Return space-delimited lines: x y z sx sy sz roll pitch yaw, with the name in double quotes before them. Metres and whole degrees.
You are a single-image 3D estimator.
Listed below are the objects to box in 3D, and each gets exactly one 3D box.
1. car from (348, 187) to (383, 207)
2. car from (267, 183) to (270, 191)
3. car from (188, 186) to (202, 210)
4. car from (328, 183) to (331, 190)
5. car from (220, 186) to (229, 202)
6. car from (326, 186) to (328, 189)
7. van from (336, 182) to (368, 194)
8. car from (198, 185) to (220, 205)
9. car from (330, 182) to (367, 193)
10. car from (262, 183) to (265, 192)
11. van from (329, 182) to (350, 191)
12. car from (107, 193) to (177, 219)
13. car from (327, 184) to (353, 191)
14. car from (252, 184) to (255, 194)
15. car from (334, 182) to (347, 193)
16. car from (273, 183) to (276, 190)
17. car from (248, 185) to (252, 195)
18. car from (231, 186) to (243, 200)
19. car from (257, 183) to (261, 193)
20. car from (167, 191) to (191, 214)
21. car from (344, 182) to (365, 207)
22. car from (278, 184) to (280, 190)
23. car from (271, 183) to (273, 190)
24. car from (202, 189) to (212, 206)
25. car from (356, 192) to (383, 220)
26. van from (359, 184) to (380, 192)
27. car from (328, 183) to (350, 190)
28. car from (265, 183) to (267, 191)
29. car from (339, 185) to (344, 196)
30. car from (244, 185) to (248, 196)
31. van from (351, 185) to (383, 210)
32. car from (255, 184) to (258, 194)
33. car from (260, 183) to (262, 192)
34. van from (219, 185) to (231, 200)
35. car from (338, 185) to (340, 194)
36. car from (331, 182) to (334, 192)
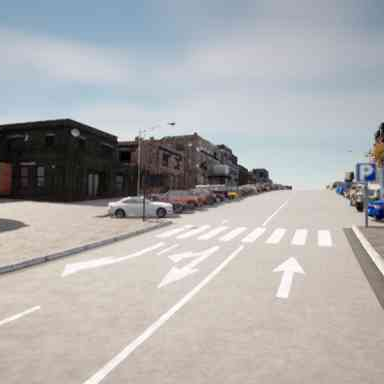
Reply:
"car" 17.209 0.430 30.684 4.553 1.767 2.185 0 2 1
"car" 13.240 -0.719 70.714 5.008 1.535 2.097 -1 2 0
"car" -1.681 0.691 29.265 4.553 1.767 2.185 -1 2 0
"car" 27.643 -0.525 58.780 5.366 1.575 1.946 0 2 0
"car" 1.245 0.501 37.610 5.008 1.535 2.097 -1 1 0
"car" 31.772 -0.877 70.009 5.366 1.575 1.946 0 2 0
"van" 26.919 -0.645 55.962 4.442 1.987 1.878 0 2 0
"car" 0.291 0.481 34.822 4.553 1.767 2.185 -2 2 0
"car" 28.885 -0.870 61.583 5.566 2.045 2.435 0 2 0
"car" 11.213 -0.498 65.216 4.674 1.452 2.002 -1 1 0
"van" 36.004 -1.350 81.220 4.442 1.987 1.878 0 1 1
"car" -3.675 1.068 23.715 4.674 1.452 2.002 -1 1 -1
"car" 34.890 -1.073 78.421 5.366 1.575 1.946 0 2 0
"car" 7.209 -0.127 54.182 4.892 1.521 2.231 -1 2 0
"car" 22.683 -0.238 44.697 5.566 2.045 2.435 0 2 1
"car" 16.242 -1.193 78.962 5.566 2.045 2.435 -1 1 0
"car" 6.200 -0.023 51.428 5.008 1.535 2.097 -1 1 0
"car" 3.415 0.284 43.142 5.366 1.575 1.946 -1 1 0
"car" 9.211 -0.337 59.696 5.008 1.535 2.097 -2 2 0
"car" -2.663 0.951 26.497 4.792 1.488 2.163 -1 1 0
"car" 15.017 0.521 25.091 5.566 2.045 2.435 0 2 2
"car" 20.400 -1.130 89.973 4.792 1.488 2.163 -1 0 1
"car" 15.076 -0.874 76.222 5.366 1.575 1.946 -1 1 0
"car" -0.752 0.742 32.050 4.792 1.488 2.163 -1 2 0
"car" 12.848 0.988 19.529 5.008 1.535 2.097 0 2 2
"van" 14.066 0.655 22.306 4.442 1.987 1.878 0 2 2
"car" 37.137 -1.295 84.035 4.553 1.767 2.185 0 1 1
"car" 12.250 -0.757 67.953 4.553 1.767 2.185 -1 2 0
"car" 20.517 0.232 39.077 4.892 1.521 2.231 0 2 1
"car" 5.242 0.111 48.664 4.792 1.488 2.163 -1 1 0
"van" 16.026 0.438 27.883 4.442 1.987 1.878 0 2 2
"car" 8.211 -0.231 56.936 4.892 1.521 2.231 -2 2 0
"car" 10.236 -0.565 62.446 4.553 1.767 2.185 -2 2 0
"van" 2.116 0.174 40.370 4.442 1.987 1.878 -1 2 0
"car" 21.613 0.151 41.891 4.792 1.488 2.163 0 2 1
"car" 24.780 -0.455 50.334 5.566 2.045 2.435 0 2 0
